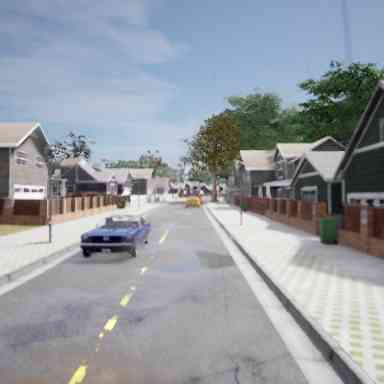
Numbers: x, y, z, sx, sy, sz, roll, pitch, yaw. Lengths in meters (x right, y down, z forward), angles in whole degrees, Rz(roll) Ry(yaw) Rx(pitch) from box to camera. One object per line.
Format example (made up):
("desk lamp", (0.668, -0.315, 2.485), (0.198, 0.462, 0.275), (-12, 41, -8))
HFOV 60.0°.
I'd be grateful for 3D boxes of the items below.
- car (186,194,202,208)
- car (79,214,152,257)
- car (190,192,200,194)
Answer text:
("car", (0.165, 1.358, 45.964), (1.882, 1.535, 5.008), (0, 0, 2))
("car", (-2.751, 1.570, 12.892), (1.895, 1.301, 4.718), (0, 0, 0))
("car", (0.547, 1.091, 56.361), (2.150, 2.045, 5.566), (0, 0, 3))
